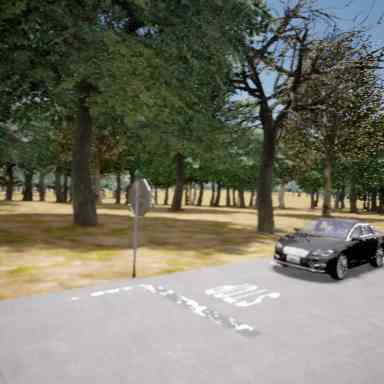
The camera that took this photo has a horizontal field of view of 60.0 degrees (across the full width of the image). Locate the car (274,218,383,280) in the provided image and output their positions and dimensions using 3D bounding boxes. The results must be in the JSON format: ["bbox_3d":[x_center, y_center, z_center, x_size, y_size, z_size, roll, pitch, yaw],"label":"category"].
[{"bbox_3d":[4.511,1.610,10.523,4.902,1.511,2.128,3,1,-43],"label":"car"}]
